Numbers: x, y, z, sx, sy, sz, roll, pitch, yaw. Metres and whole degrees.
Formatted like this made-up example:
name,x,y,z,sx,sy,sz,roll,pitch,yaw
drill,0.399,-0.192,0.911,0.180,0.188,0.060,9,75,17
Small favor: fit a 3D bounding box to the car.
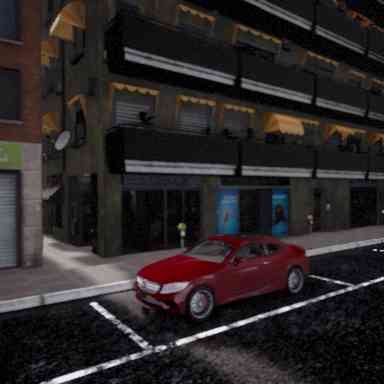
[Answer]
name,x,y,z,sx,sy,sz,roll,pitch,yaw
car,0.832,1.582,7.164,4.206,1.307,1.802,0,0,-36
